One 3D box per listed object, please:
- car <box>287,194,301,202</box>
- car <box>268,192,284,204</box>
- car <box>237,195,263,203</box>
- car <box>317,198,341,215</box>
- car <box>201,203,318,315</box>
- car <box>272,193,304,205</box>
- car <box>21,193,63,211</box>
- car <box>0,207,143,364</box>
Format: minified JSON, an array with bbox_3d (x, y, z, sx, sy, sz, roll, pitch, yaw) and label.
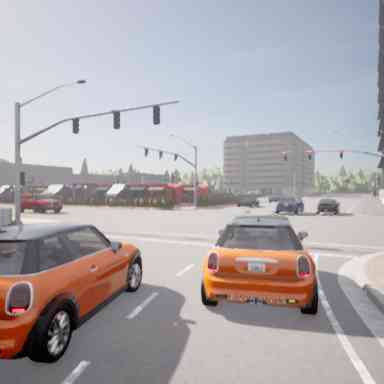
[{"bbox_3d":[22.470,1.278,73.093,2.128,1.511,4.902,0,0,28],"label":"car"},{"bbox_3d":[15.315,1.024,59.477,2.150,2.045,5.566,0,0,28],"label":"car"},{"bbox_3d":[7.569,1.451,44.725,1.895,1.301,4.718,0,0,28],"label":"car"},{"bbox_3d":[13.765,1.418,33.469,1.837,1.490,4.892,0,1,27],"label":"car"},{"bbox_3d":[1.631,1.325,7.850,2.097,1.767,4.553,0,0,14],"label":"car"},{"bbox_3d":[10.056,1.263,33.920,2.097,1.767,4.553,0,1,27],"label":"car"},{"bbox_3d":[-16.096,1.165,34.832,5.566,2.045,2.150,0,0,28],"label":"car"},{"bbox_3d":[-2.486,1.332,6.144,2.097,1.767,4.553,0,0,10],"label":"car"}]
